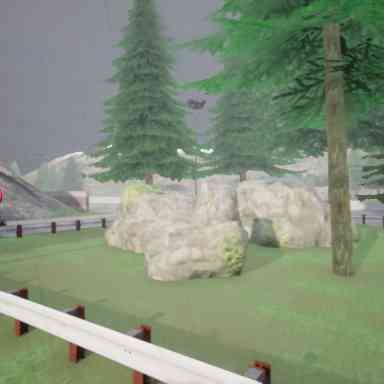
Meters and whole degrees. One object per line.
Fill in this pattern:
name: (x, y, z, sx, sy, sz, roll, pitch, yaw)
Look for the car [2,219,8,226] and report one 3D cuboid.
car: (-11.278, 1.366, 15.168, 5.357, 1.411, 2.033, 0, 0, 7)
